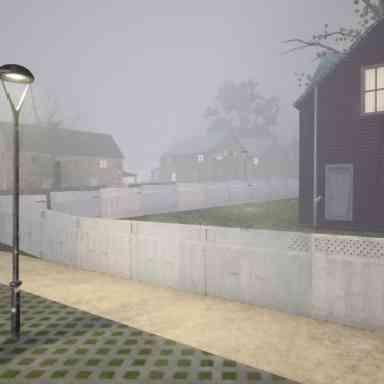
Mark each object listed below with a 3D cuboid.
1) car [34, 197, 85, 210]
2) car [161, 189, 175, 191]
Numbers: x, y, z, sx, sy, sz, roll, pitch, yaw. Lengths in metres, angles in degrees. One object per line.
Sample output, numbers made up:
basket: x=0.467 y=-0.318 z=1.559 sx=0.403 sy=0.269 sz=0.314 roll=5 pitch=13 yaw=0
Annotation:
car: x=-9.156 y=0.723 z=23.339 sx=4.718 sy=1.301 sz=1.895 roll=-4 pitch=3 yaw=-40
car: x=-2.142 y=0.211 z=29.219 sx=4.718 sy=1.301 sz=1.895 roll=-4 pitch=3 yaw=-40
